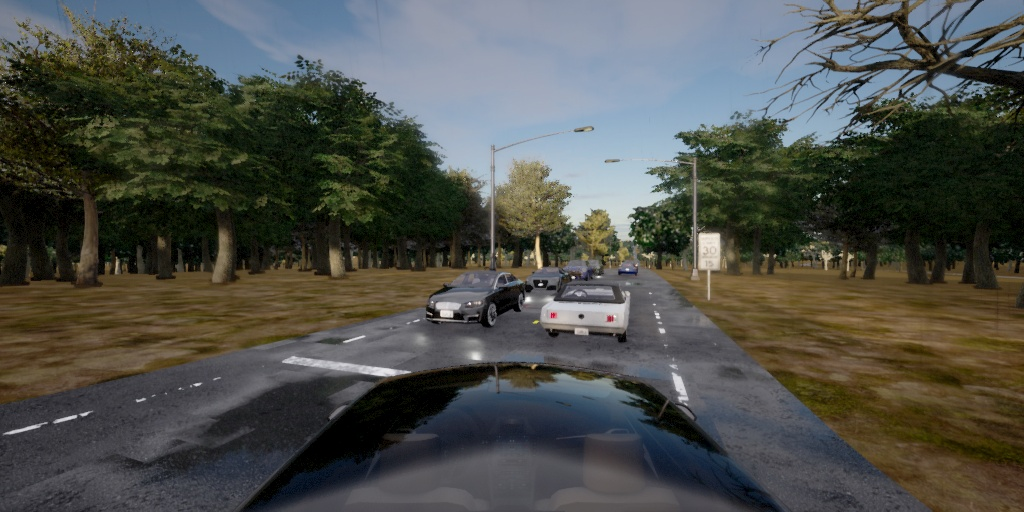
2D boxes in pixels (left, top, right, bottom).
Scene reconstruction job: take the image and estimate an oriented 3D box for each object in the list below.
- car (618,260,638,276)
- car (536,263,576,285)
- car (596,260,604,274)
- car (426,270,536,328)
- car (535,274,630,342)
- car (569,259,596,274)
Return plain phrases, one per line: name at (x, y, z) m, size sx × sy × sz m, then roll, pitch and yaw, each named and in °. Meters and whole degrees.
car at (12.711, 1.416, 39.283) m, size 1.994 × 1.385 × 4.181 m, roll 0°, pitch -1°, yaw 20°
car at (2.138, 1.296, 20.326) m, size 1.994 × 1.385 × 4.181 m, roll 0°, pitch 0°, yaw 20°
car at (8.698, 1.180, 38.767) m, size 2.097 × 1.767 × 4.553 m, roll 0°, pitch -1°, yaw 20°
car at (-0.950, 1.233, 11.623) m, size 2.128 × 1.511 × 4.902 m, roll 0°, pitch 0°, yaw 18°
car at (2.250, 1.344, 9.843) m, size 1.895 × 1.301 × 4.718 m, roll 0°, pitch 0°, yaw 19°
car at (5.439, 1.099, 29.653) m, size 2.097 × 1.767 × 4.553 m, roll 0°, pitch 0°, yaw 20°
